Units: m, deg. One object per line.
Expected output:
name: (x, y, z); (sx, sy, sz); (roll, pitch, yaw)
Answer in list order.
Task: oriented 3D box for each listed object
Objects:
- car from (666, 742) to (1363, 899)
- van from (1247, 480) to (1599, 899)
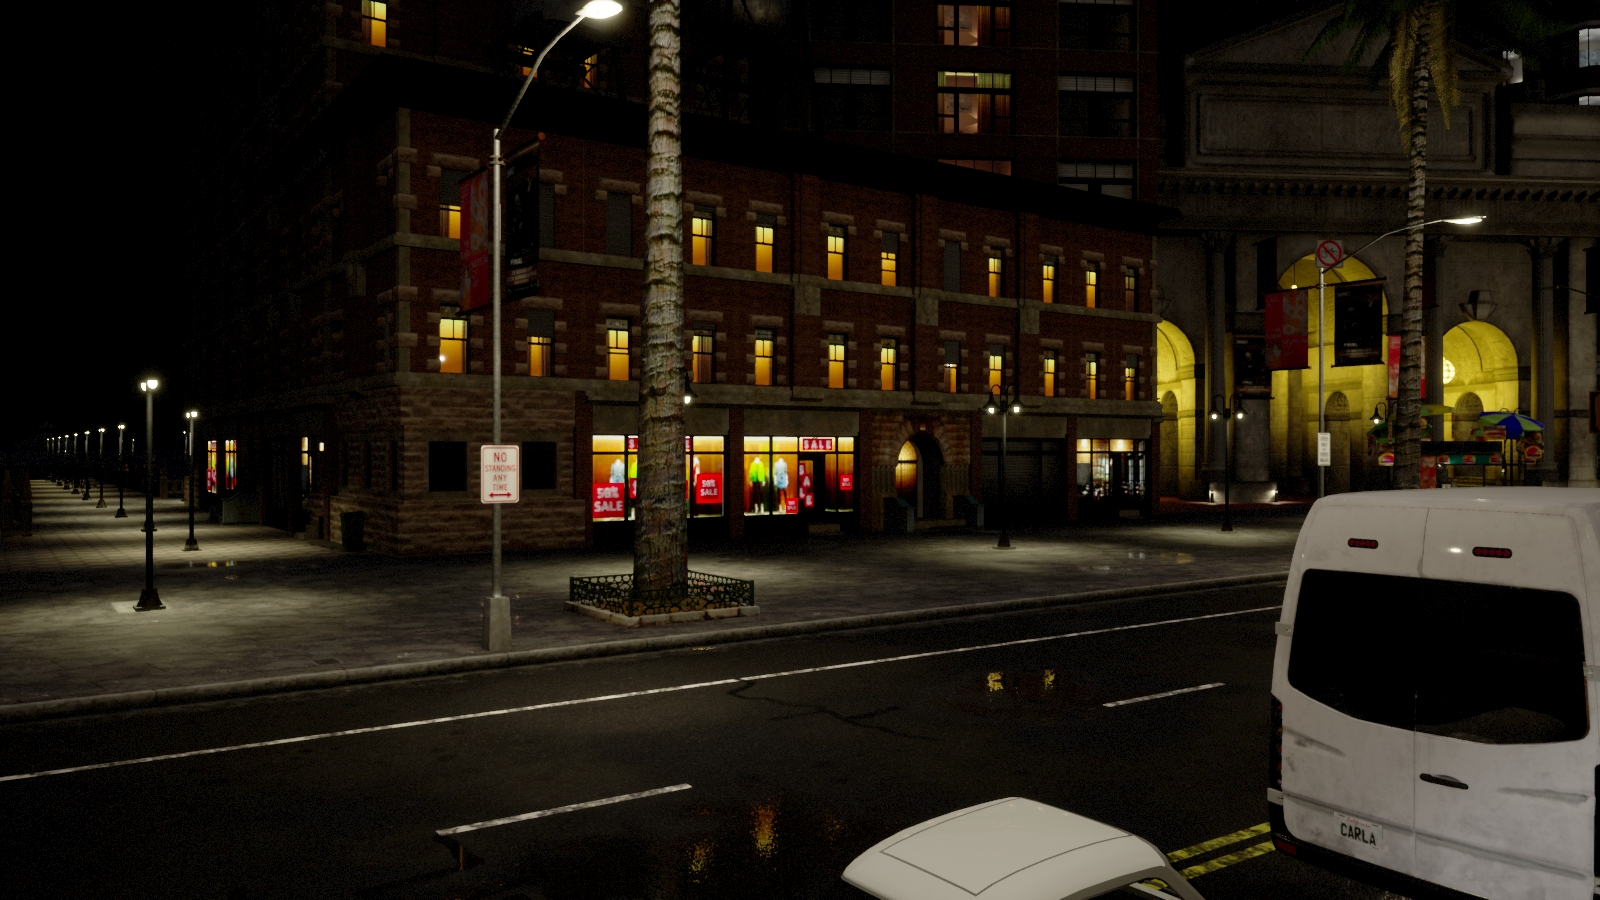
car: (0.827, 2.120, 4.347); (2.207, 1.376, 1.481); (0, 0, -35)
van: (5.722, 1.534, 7.821); (5.915, 2.561, 1.988); (0, 0, -35)
